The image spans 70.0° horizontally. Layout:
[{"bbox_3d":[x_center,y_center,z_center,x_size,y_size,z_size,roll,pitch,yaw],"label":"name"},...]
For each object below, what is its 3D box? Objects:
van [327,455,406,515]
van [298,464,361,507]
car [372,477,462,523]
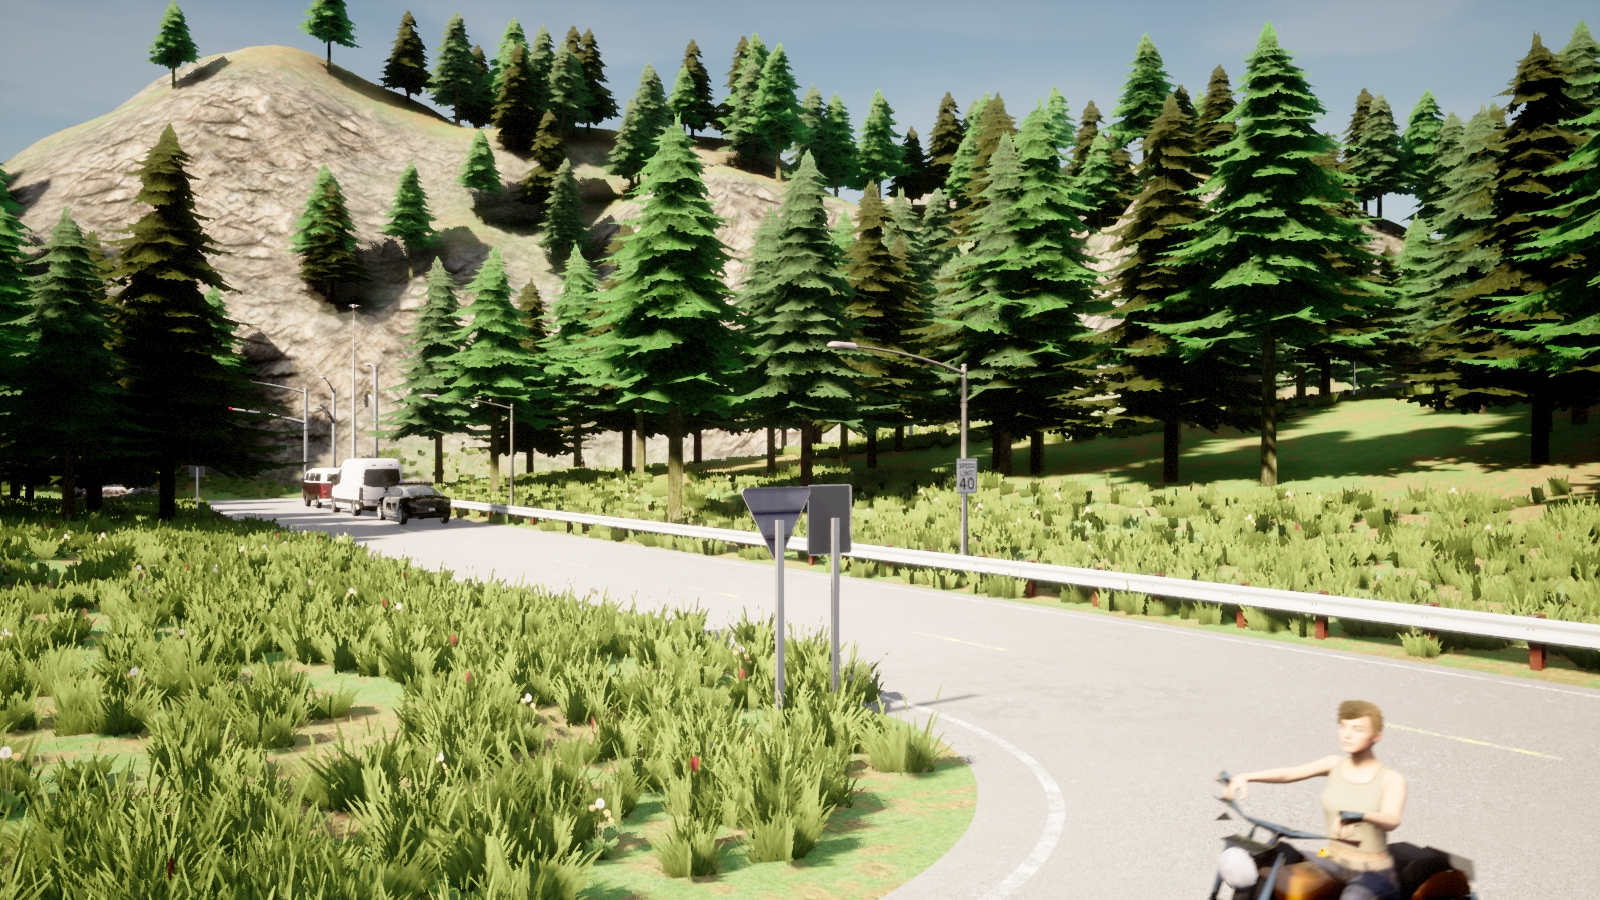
[{"bbox_3d":[-20.079,1.534,52.765,1.988,2.561,5.915,0,0,-35],"label":"van"},{"bbox_3d":[-24.143,1.782,58.581,2.069,2.038,4.480,0,0,-35],"label":"van"},{"bbox_3d":[-15.723,1.982,46.760,2.097,1.638,5.238,0,0,-35],"label":"car"}]
